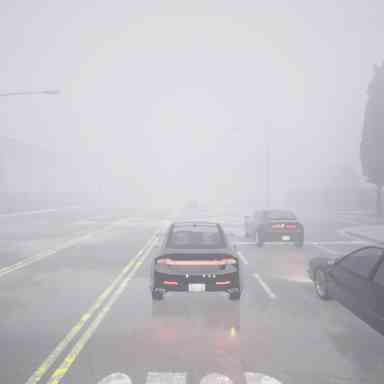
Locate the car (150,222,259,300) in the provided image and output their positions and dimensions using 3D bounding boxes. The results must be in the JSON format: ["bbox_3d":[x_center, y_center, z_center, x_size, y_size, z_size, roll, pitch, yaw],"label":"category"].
[{"bbox_3d":[0.080,1.490,8.357,2.128,1.511,4.902,0,0,0],"label":"car"}]

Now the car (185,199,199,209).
[{"bbox_3d":[-0.008,1.593,44.124,1.895,1.301,4.718,0,0,0],"label":"car"}]

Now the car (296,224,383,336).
[{"bbox_3d":[3.587,1.547,5.312,2.033,1.411,5.357,0,0,0],"label":"car"}]

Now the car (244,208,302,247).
[{"bbox_3d":[3.563,1.502,15.058,1.837,1.490,4.892,0,0,0],"label":"car"}]
